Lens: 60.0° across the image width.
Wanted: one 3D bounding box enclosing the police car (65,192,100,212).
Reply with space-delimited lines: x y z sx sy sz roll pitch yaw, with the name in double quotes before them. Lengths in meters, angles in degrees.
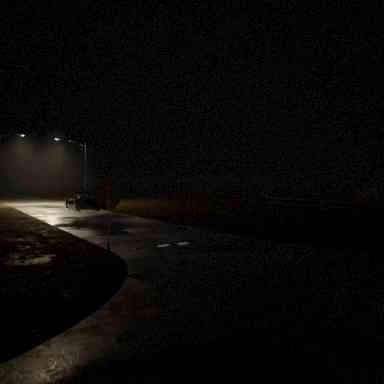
"police car" -9.791 0.832 29.519 1.930 1.638 5.238 0 1 -35
